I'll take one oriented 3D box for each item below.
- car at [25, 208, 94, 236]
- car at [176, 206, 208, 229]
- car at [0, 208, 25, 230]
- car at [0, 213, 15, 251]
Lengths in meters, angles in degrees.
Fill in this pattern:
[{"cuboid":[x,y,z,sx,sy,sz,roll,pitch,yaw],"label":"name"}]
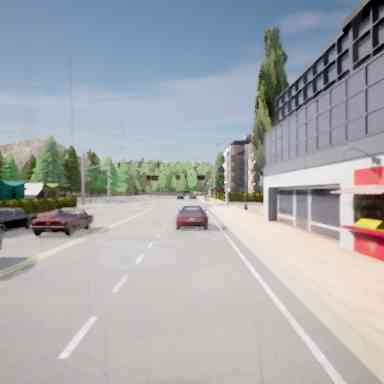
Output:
[{"cuboid":[-7.020,1.592,18.491,1.895,1.301,4.718,0,0,1],"label":"car"},{"cuboid":[0.005,1.557,21.442,1.994,1.385,4.181,0,0,0],"label":"car"},{"cuboid":[-10.521,1.589,18.482,1.895,1.301,4.718,0,0,0],"label":"car"},{"cuboid":[-7.001,1.519,8.937,1.812,1.442,4.674,0,0,0],"label":"car"}]
